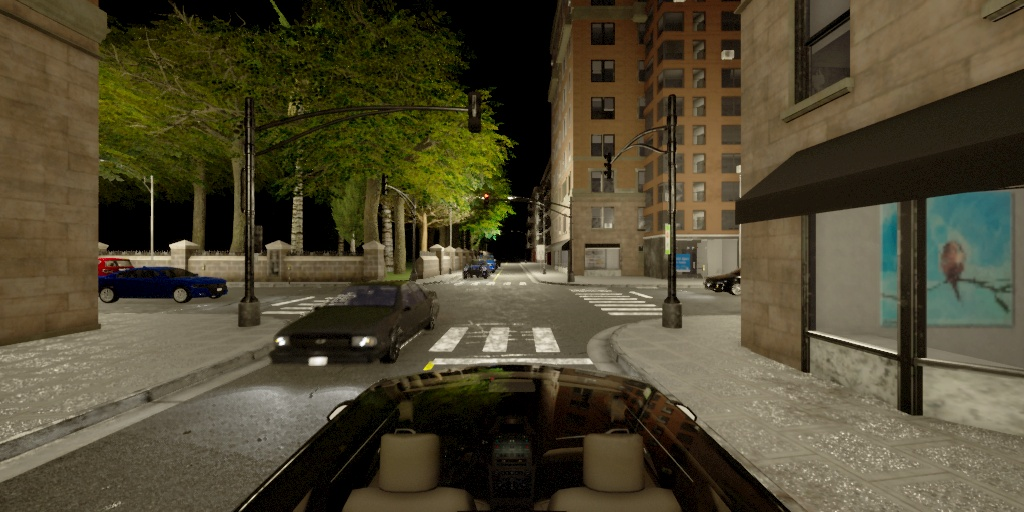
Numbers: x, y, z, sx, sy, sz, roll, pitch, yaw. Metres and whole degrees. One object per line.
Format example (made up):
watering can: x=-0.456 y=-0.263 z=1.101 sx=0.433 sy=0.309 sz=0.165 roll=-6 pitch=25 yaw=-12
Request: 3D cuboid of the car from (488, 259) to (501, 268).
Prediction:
car: x=-2.972 y=1.238 z=62.012 sx=1.994 sy=1.385 sz=4.181 roll=0 pitch=0 yaw=0

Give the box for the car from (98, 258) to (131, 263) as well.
car: x=-25.922 y=1.035 z=21.815 sx=5.009 sy=1.841 sz=2.192 roll=0 pitch=0 yaw=1

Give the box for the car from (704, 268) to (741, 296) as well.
car: x=12.689 y=1.270 z=18.717 sx=4.892 sy=1.490 sz=1.837 roll=0 pitch=0 yaw=1

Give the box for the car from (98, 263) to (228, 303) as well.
car: x=-15.471 y=1.212 z=15.897 sx=5.008 sy=1.535 sz=1.882 roll=0 pitch=0 yaw=0

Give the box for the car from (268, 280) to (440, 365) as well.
car: x=-3.058 y=1.297 z=8.398 sx=2.033 sy=1.411 sz=5.357 roll=0 pitch=0 yaw=1

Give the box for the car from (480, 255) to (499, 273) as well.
car: x=-3.045 y=0.935 z=41.962 sx=2.150 sy=2.045 sz=5.566 roll=0 pitch=0 yaw=0

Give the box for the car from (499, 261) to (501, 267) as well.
car: x=-3.018 y=1.171 z=51.989 sx=1.882 sy=1.535 sz=5.008 roll=0 pitch=0 yaw=0

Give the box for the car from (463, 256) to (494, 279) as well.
car: x=-3.088 y=1.083 z=32.199 sx=2.097 sy=1.767 sz=4.553 roll=0 pitch=0 yaw=1
